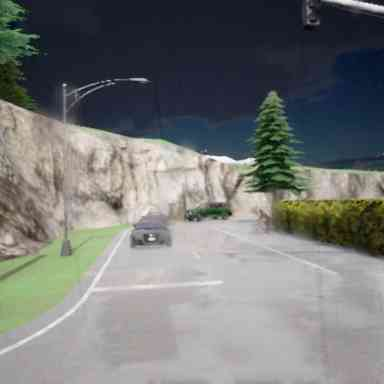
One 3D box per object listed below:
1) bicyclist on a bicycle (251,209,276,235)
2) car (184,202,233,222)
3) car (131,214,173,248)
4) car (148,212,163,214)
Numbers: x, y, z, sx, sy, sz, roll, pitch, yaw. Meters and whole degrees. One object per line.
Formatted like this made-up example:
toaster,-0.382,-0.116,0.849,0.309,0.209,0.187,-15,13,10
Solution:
bicyclist on a bicycle,4.491,1.908,20.835,1.656,1.620,0.582,-1,-1,-8
car,1.892,2.146,36.803,5.566,2.045,2.150,0,-2,-30
car,-2.132,2.076,17.529,1.994,1.385,4.181,-1,-1,-7
car,-3.054,2.350,27.332,1.994,1.385,4.181,-1,-1,3
